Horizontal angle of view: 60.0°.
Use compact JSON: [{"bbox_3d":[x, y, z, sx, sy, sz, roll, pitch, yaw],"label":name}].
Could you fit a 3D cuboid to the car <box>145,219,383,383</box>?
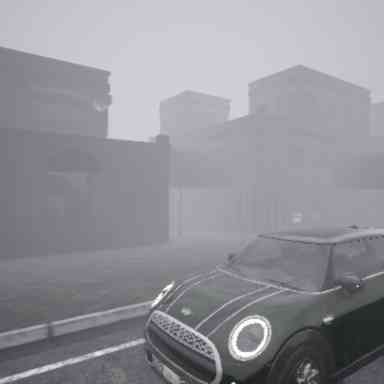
[{"bbox_3d":[1.606,1.352,4.830,4.553,1.767,2.097,0,0,-35],"label":"car"}]
